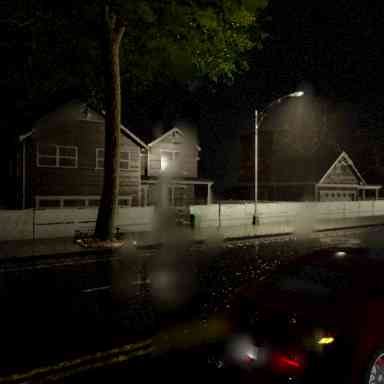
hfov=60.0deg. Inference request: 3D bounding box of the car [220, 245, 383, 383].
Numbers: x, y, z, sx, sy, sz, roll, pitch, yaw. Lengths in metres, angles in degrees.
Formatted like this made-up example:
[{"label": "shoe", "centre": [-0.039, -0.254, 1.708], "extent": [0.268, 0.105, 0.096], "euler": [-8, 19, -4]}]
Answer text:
[{"label": "car", "centre": [2.552, 1.531, 4.831], "extent": [4.674, 1.442, 1.812], "euler": [0, 0, -32]}]
